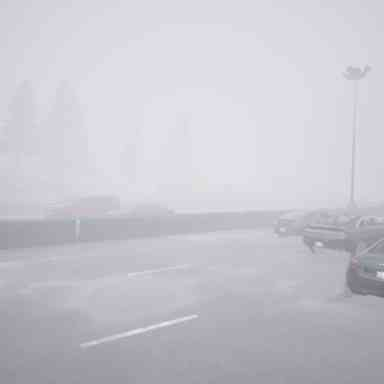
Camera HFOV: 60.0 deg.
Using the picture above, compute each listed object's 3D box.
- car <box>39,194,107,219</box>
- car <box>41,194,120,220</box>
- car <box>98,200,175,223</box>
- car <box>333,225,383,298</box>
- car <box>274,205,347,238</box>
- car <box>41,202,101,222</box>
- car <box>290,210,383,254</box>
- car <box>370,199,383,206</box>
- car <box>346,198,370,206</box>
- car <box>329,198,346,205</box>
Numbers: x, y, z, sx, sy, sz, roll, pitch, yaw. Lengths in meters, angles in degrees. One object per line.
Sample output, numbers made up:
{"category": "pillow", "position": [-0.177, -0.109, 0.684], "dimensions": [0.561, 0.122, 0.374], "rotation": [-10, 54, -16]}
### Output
{"category": "car", "position": [-10.865, 1.251, 30.633], "dimensions": [5.566, 2.045, 2.150], "rotation": [0, 0, -36]}
{"category": "car", "position": [-7.742, 1.247, 24.265], "dimensions": [5.566, 2.045, 2.150], "rotation": [0, 0, -35]}
{"category": "car", "position": [-3.540, 1.513, 22.960], "dimensions": [5.008, 1.535, 1.882], "rotation": [0, 0, -35]}
{"category": "car", "position": [5.373, 1.594, 7.578], "dimensions": [4.181, 1.385, 1.994], "rotation": [0, 0, -35]}
{"category": "car", "position": [6.061, 1.576, 16.664], "dimensions": [4.674, 1.442, 1.812], "rotation": [0, 0, -35]}
{"category": "car", "position": [-9.798, 1.590, 27.094], "dimensions": [4.181, 1.385, 1.994], "rotation": [0, 0, -35]}
{"category": "car", "position": [6.203, 1.534, 12.468], "dimensions": [4.902, 1.511, 2.128], "rotation": [0, 0, -36]}
{"category": "car", "position": [29.599, 1.792, 50.770], "dimensions": [4.181, 1.385, 1.994], "rotation": [1, 0, -35]}
{"category": "car", "position": [27.556, 1.705, 53.612], "dimensions": [5.008, 1.535, 1.882], "rotation": [1, -1, -35]}
{"category": "car", "position": [25.540, 1.799, 56.471], "dimensions": [5.357, 1.411, 2.033], "rotation": [1, 0, -35]}
